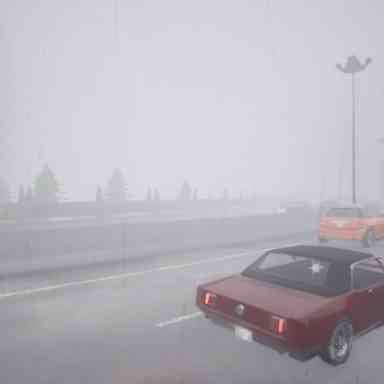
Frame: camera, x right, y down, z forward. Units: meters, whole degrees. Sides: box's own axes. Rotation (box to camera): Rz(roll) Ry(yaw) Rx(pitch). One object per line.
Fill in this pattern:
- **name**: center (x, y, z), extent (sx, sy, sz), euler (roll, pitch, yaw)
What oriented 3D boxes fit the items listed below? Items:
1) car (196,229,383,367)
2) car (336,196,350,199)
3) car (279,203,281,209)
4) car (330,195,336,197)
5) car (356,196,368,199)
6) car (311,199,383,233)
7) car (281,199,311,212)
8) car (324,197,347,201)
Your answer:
- **car**: center (2.427, 1.615, 5.844), extent (4.718, 1.301, 1.895), euler (0, 0, -39)
- **car**: center (32.849, 1.618, 71.538), extent (1.882, 1.535, 5.008), euler (0, 0, 31)
- **car**: center (13.563, 1.676, 46.135), extent (1.994, 1.385, 4.181), euler (0, 0, 31)
- **car**: center (34.739, 1.604, 81.563), extent (1.837, 1.490, 4.892), euler (0, 0, 31)
- **car**: center (34.719, 1.628, 67.836), extent (1.837, 1.490, 4.892), euler (0, 0, 31)
- **car**: center (7.640, 1.383, 15.238), extent (4.553, 1.767, 2.097), euler (0, 0, -44)
- **car**: center (12.113, 1.635, 37.231), extent (2.033, 1.411, 5.357), euler (0, 0, 34)
- **car**: center (14.197, 1.580, 34.136), extent (1.837, 1.490, 4.892), euler (0, 0, 34)
